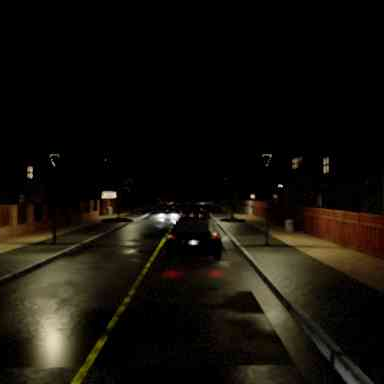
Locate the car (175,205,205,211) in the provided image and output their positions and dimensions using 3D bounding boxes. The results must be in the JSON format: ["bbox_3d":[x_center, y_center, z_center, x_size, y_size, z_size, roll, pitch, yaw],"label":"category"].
[{"bbox_3d":[0.038,1.707,25.763,2.033,1.411,5.357,0,0,0],"label":"car"}]

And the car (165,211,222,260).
[{"bbox_3d":[0.059,1.635,12.797,1.994,1.385,4.181,0,-1,0],"label":"car"}]

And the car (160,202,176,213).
[{"bbox_3d":[-2.821,1.872,40.319,1.895,1.301,4.718,0,-1,0],"label":"car"}]
